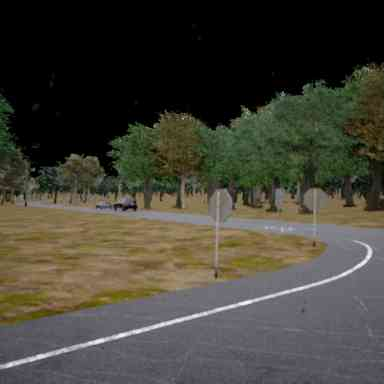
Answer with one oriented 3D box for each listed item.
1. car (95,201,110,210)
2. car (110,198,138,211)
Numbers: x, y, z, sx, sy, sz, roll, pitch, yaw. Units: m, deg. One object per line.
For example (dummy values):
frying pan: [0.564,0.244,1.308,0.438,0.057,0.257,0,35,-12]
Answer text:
car: [-16.019,2.378,60.003,2.128,1.511,4.902,2,-2,-34]
car: [-10.407,1.946,51.859,2.150,2.045,5.566,2,-2,-34]
